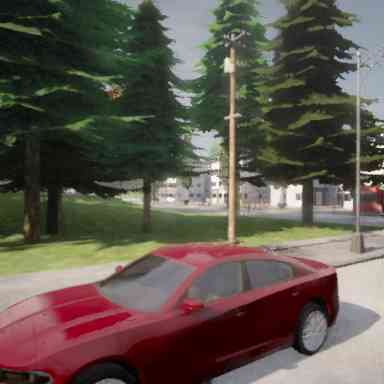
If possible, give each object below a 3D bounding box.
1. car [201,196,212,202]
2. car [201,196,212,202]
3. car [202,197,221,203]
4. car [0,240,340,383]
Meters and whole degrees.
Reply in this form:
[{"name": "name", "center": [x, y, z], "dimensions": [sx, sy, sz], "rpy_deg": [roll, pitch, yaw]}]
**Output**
[{"name": "car", "center": [5.323, 1.976, 90.678], "dimensions": [4.536, 1.218, 1.853], "rpy_deg": [0, 0, -6]}, {"name": "car", "center": [4.031, 1.893, 93.160], "dimensions": [1.845, 1.501, 3.633], "rpy_deg": [0, 0, -24]}, {"name": "car", "center": [5.374, 2.134, 90.683], "dimensions": [4.974, 1.542, 2.038], "rpy_deg": [0, 0, -6]}, {"name": "car", "center": [0.008, 1.499, 4.587], "dimensions": [5.008, 1.535, 1.882], "rpy_deg": [1, 0, -35]}]
